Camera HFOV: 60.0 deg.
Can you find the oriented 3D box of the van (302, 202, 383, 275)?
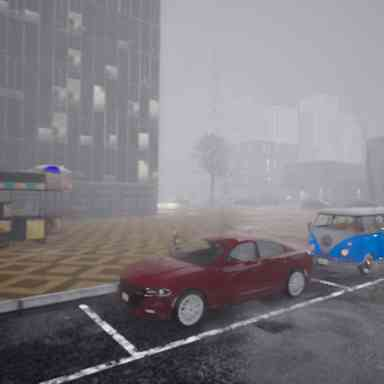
[{"bbox_3d":[5.293,1.368,10.279,3.998,1.788,1.690,0,1,-35],"label":"van"}]

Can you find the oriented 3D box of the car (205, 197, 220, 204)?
[{"bbox_3d":[4.642,1.883,76.050,1.967,1.590,4.097,1,-1,-35],"label":"car"}]

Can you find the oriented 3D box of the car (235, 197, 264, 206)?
[{"bbox_3d":[9.747,1.864,58.584,1.895,1.301,4.718,1,-1,-34],"label":"car"}]

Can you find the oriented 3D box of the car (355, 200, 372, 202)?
[{"bbox_3d":[24.321,1.845,47.876,1.947,1.339,4.313,1,-1,-35],"label":"car"}]

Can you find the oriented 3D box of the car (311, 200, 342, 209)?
[{"bbox_3d":[21.199,1.887,52.380,1.802,1.307,4.206,1,-1,-35],"label":"car"}]

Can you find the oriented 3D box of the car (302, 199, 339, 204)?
[{"bbox_3d":[16.619,1.581,43.828,1.967,1.590,4.097,1,-1,-35],"label":"car"}]

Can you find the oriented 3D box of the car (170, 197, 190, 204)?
[{"bbox_3d":[-2.149,1.829,71.135,1.752,1.417,4.829,1,-1,-35],"label":"car"}]

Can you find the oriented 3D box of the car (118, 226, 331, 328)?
[{"bbox_3d":[0.694,1.557,7.001,4.507,1.381,1.887,0,1,-35],"label":"car"}]

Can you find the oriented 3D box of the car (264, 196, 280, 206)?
[{"bbox_3d":[14.196,1.678,62.413,2.192,1.841,5.009,1,-1,-35],"label":"car"}]

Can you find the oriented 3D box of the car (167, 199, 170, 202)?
[{"bbox_3d":[-4.940,2.051,89.877,1.752,1.417,4.829,1,-1,-35],"label":"car"}]

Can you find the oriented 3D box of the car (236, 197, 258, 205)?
[{"bbox_3d":[11.006,1.830,66.955,1.967,1.590,4.097,1,-1,-35],"label":"car"}]
